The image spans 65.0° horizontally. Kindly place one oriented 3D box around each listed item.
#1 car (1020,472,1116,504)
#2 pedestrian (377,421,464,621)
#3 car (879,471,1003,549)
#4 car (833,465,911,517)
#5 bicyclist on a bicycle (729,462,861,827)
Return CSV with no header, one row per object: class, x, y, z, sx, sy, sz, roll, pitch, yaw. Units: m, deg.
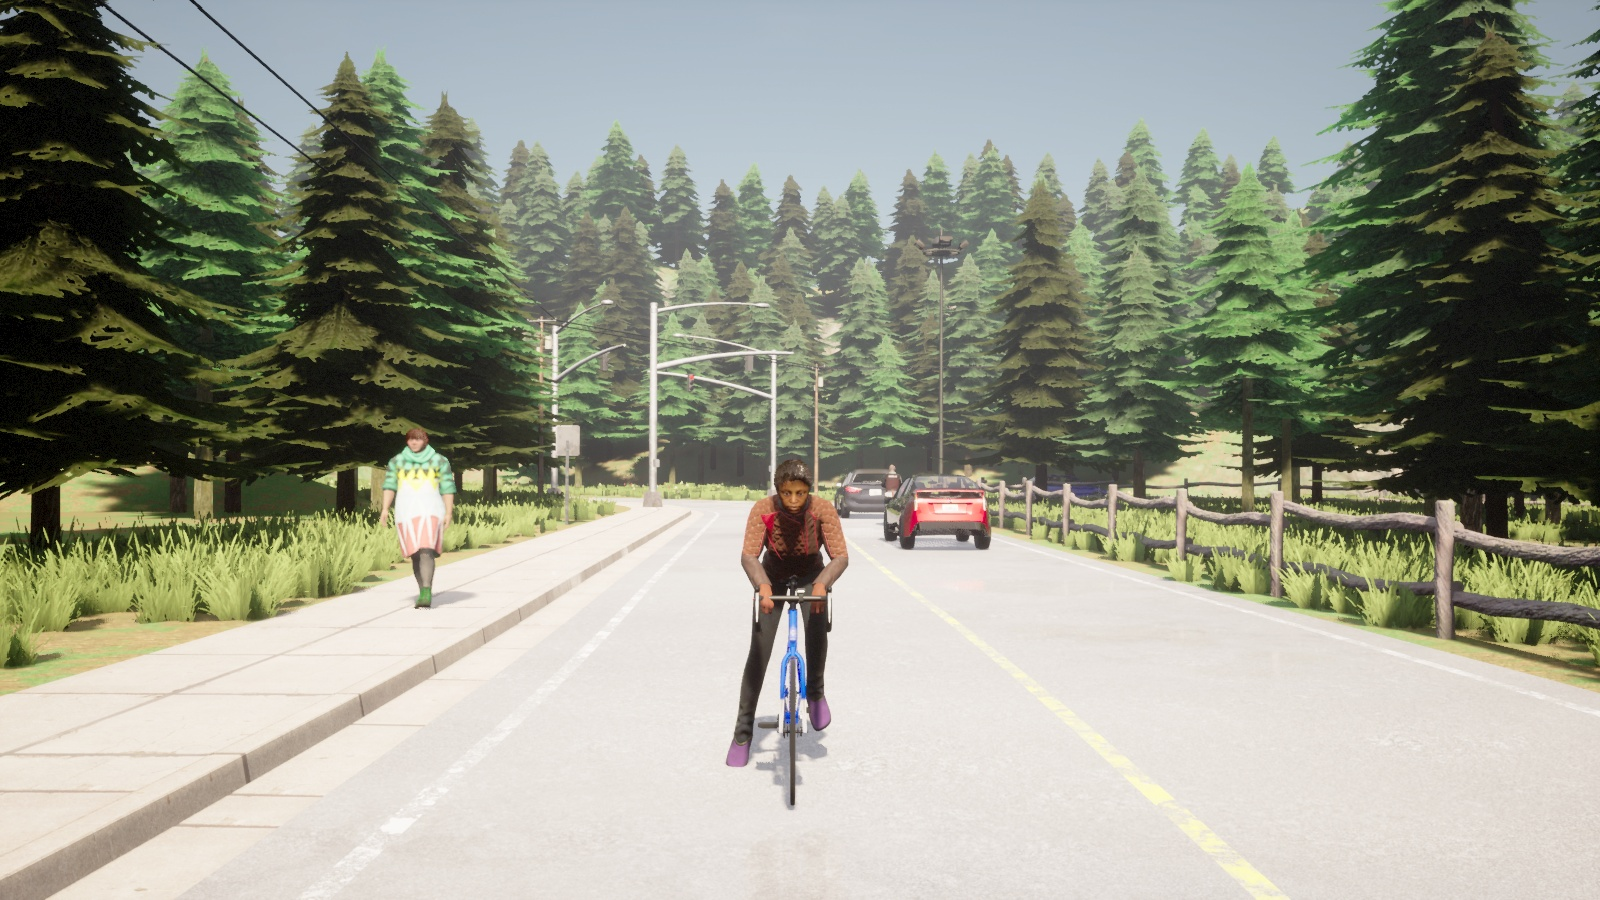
car,12.984,1.833,60.995,4.193,1.474,1.816,0,-1,-6
pedestrian,-3.828,0.703,12.733,0.659,1.952,0.873,0,-1,-3
car,2.901,1.207,26.798,2.007,1.525,4.514,0,-1,-2
car,2.401,1.381,43.205,2.242,1.667,4.611,0,-1,-2
bicyclist on a bicycle,-0.030,0.875,6.417,0.582,1.620,1.656,0,-1,-1
